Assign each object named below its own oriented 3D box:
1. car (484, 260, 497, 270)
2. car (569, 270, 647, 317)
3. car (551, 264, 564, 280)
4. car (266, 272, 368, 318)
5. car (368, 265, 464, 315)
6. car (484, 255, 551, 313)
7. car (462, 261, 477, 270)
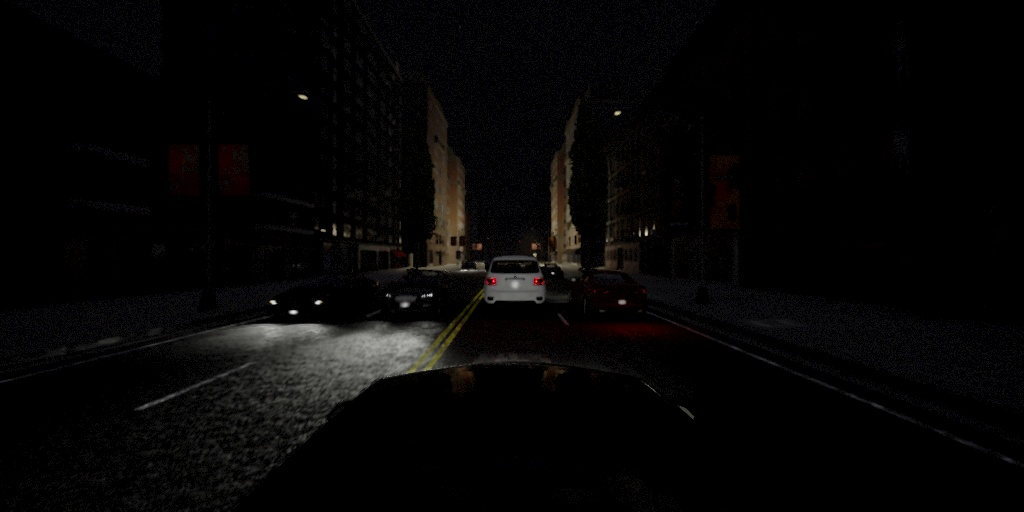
[{"bbox_3d":[-3.301,1.354,55.947,1.837,1.490,4.892,0,0,0],"label":"car"},{"bbox_3d":[3.350,1.252,13.370,1.882,1.535,5.008,0,0,0],"label":"car"},{"bbox_3d":[3.352,1.372,31.458,1.994,1.385,4.181,0,0,0],"label":"car"},{"bbox_3d":[-6.602,1.322,13.484,2.033,1.411,5.357,0,0,0],"label":"car"},{"bbox_3d":[-3.348,1.266,13.665,2.128,1.511,4.902,0,0,0],"label":"car"},{"bbox_3d":[0.101,0.998,14.313,2.150,2.045,5.566,0,0,0],"label":"car"},{"bbox_3d":[-6.552,1.413,55.186,1.994,1.385,4.181,0,0,0],"label":"car"}]
